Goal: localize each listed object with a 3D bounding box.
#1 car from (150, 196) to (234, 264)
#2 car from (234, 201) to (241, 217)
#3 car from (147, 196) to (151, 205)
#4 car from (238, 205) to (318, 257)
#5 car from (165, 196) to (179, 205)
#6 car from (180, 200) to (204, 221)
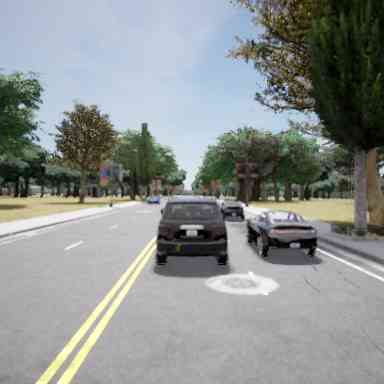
[{"bbox_3d":[0.012,1.198,11.812,2.150,2.045,5.566,0,0,0],"label":"car"},{"bbox_3d":[3.243,1.465,27.943,1.837,1.490,4.892,0,0,0],"label":"car"},{"bbox_3d":[-6.659,1.462,58.069,1.882,1.535,5.008,0,0,0],"label":"car"},{"bbox_3d":[3.268,1.465,12.906,2.128,1.511,4.902,0,0,0],"label":"car"},{"bbox_3d":[-3.412,1.476,58.103,2.128,1.511,4.902,0,0,0],"label":"car"},{"bbox_3d":[-0.007,1.465,27.915,1.837,1.490,4.892,0,0,0],"label":"car"}]
